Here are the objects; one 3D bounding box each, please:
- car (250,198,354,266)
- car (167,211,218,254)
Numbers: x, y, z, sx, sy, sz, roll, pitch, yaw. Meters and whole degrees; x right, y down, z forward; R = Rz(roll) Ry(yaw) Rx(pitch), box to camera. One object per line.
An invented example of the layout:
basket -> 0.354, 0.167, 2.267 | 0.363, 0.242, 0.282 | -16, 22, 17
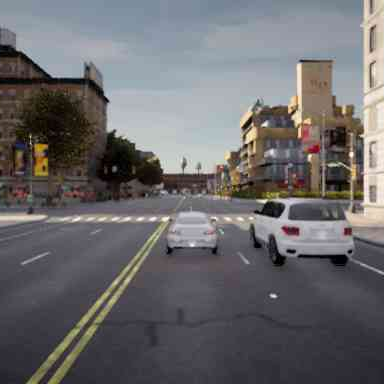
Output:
car -> 3.507, 1.205, 11.637 | 2.150, 2.045, 5.566 | 0, 0, 0
car -> 0.006, 1.505, 13.366 | 1.812, 1.442, 4.674 | 0, 0, 0
